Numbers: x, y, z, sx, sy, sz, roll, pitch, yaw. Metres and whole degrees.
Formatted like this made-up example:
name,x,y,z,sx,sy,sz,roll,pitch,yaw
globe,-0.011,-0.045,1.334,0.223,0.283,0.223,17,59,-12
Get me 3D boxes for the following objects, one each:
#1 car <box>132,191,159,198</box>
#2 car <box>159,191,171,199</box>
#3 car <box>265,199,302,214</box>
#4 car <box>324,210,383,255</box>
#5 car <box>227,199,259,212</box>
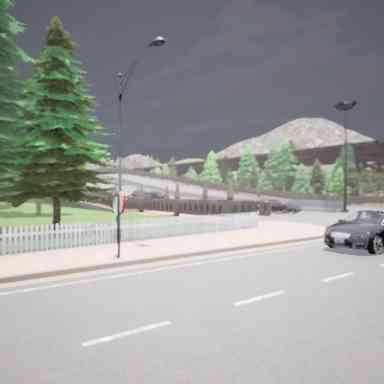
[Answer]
name,x,y,z,sx,sy,sz,roll,pitch,yaw
car,-7.578,0.574,51.141,1.837,1.490,4.892,0,5,-37
car,-5.470,0.509,54.167,2.033,1.411,5.357,0,5,-37
car,9.163,1.494,34.802,1.812,1.442,4.674,0,0,-37
car,7.283,1.481,13.365,4.902,1.511,2.128,0,0,-35
car,4.826,1.476,34.725,1.837,1.490,4.892,0,0,-37
